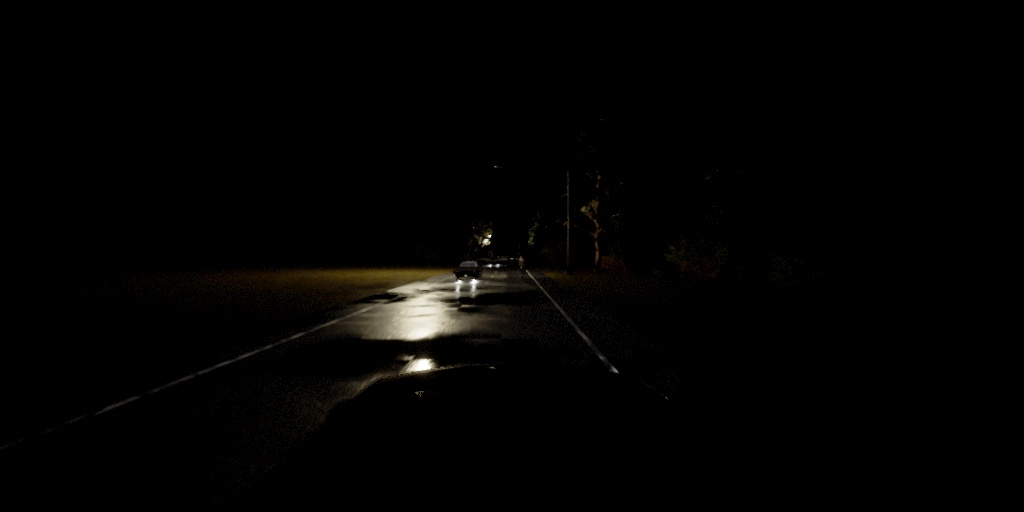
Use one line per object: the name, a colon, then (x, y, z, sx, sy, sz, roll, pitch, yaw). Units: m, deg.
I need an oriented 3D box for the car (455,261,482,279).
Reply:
car: (-3.587, 1.130, 30.525, 2.033, 1.411, 5.357, 0, 0, 0)

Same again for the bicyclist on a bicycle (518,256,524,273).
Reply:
bicyclist on a bicycle: (0.951, 0.907, 38.675, 0.659, 1.776, 1.843, 0, 0, 0)

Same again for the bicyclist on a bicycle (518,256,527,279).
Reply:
bicyclist on a bicycle: (0.954, 1.046, 28.781, 0.582, 1.620, 1.656, 0, 0, 0)
